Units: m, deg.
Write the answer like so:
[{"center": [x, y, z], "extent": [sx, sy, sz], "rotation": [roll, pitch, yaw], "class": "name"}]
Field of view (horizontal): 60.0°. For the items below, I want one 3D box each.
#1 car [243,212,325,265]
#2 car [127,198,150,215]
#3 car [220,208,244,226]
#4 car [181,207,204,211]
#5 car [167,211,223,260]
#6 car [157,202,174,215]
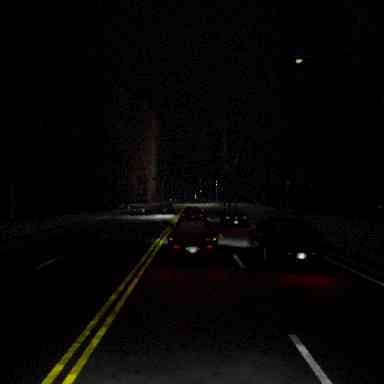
[{"center": [3.293, 1.675, 12.342], "extent": [1.837, 1.490, 4.892], "rotation": [0, 0, 1], "class": "car"}, {"center": [-6.606, 1.798, 41.595], "extent": [2.150, 2.045, 5.566], "rotation": [0, -1, 0], "class": "car"}, {"center": [3.285, 1.968, 26.699], "extent": [1.895, 1.301, 4.718], "rotation": [0, -1, 1], "class": "car"}, {"center": [0.048, 1.947, 27.768], "extent": [1.994, 1.385, 4.181], "rotation": [0, -1, 1], "class": "car"}, {"center": [0.049, 1.704, 13.058], "extent": [1.812, 1.442, 4.674], "rotation": [0, -1, 1], "class": "car"}, {"center": [-3.351, 2.084, 42.871], "extent": [2.128, 1.511, 4.902], "rotation": [0, -1, 0], "class": "car"}]
